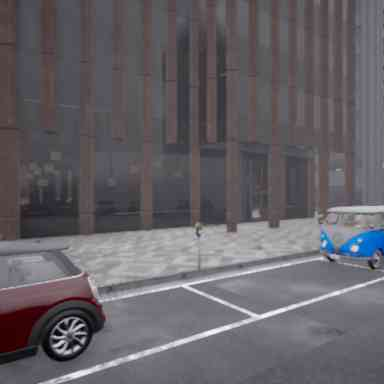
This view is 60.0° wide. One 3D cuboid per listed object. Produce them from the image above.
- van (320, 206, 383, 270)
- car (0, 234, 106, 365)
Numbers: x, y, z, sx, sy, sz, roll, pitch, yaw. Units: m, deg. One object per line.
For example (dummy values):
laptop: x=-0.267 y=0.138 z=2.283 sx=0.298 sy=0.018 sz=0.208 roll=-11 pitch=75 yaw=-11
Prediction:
van: x=5.833 y=1.347 z=10.816 sx=3.998 sy=1.788 sz=1.690 roll=0 pitch=0 yaw=-36
car: x=-3.343 y=1.440 z=4.268 sx=4.097 sy=1.590 sz=1.967 roll=0 pitch=0 yaw=-36
